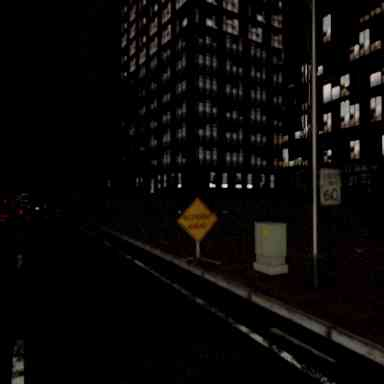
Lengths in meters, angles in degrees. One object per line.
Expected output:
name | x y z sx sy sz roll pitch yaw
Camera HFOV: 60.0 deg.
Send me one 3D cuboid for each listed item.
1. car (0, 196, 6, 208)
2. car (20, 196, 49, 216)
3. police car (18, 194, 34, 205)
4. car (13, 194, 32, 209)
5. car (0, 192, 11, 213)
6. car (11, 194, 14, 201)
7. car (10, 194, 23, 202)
car | -24.775 1.247 42.083 2.033 1.411 5.357 0 0 -31
car | -14.274 1.356 30.350 1.994 1.385 4.181 0 0 -29
police car | -26.315 1.092 52.620 1.930 1.638 5.238 0 0 -32
car | -20.499 1.215 41.126 2.128 1.511 4.902 0 0 -30
car | -19.279 0.978 32.659 2.150 2.045 5.566 0 0 -30
car | -31.623 1.097 61.076 1.882 1.535 5.008 0 0 -33
car | -34.907 1.119 66.164 1.812 1.442 4.674 0 0 -33
